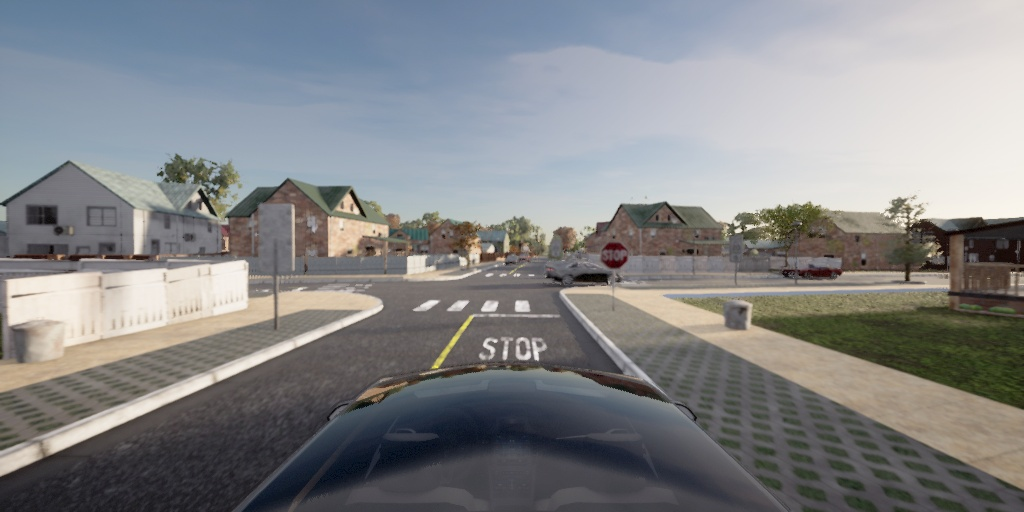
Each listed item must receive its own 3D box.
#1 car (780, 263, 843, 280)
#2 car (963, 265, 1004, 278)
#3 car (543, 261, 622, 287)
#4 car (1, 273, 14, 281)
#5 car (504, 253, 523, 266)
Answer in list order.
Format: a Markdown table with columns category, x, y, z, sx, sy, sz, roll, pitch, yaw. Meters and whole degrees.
| category | x | y | z | sx | sy | sz | roll | pitch | yaw |
| --- | --- | --- | --- | --- | --- | --- | --- | --- | --- |
| car | 25.227 | 1.284 | 30.296 | 4.718 | 1.301 | 1.895 | 1 | 1 | -15 |
| car | 47.188 | 1.510 | 36.062 | 4.718 | 1.301 | 1.895 | 1 | 1 | -14 |
| car | 4.313 | 1.034 | 21.780 | 4.902 | 1.511 | 2.128 | 1 | 1 | -15 |
| car | -23.789 | 0.706 | 14.279 | 5.566 | 2.045 | 2.150 | 2 | 0 | -15 |
| car | 0.088 | 0.623 | 51.397 | 1.837 | 1.490 | 4.892 | 0 | 0 | 7 |
